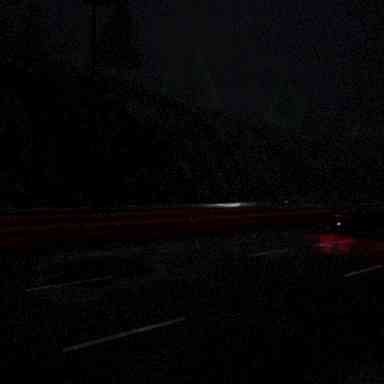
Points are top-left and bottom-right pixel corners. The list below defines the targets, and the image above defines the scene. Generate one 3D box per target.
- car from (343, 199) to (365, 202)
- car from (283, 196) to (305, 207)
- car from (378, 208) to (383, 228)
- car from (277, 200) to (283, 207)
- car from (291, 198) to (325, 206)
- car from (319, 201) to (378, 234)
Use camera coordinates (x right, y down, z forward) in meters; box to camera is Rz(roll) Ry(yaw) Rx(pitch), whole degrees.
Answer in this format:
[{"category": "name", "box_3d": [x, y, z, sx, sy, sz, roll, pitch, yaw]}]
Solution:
[{"category": "car", "box_3d": [17.312, 1.521, 35.933, 4.902, 1.511, 2.128, 0, 0, -28]}, {"category": "car", "box_3d": [14.683, 1.579, 42.487, 5.357, 1.411, 2.033, 0, 0, -27]}, {"category": "car", "box_3d": [11.447, 1.507, 16.026, 4.902, 1.511, 2.128, 0, 0, -33]}, {"category": "car", "box_3d": [13.950, 1.385, 45.998, 4.553, 1.767, 2.097, 0, 0, -27]}, {"category": "car", "box_3d": [14.065, 1.630, 38.192, 4.718, 1.301, 1.895, 0, 0, -28]}, {"category": "car", "box_3d": [9.936, 1.508, 19.217, 4.902, 1.511, 2.128, 0, 0, -33]}]
